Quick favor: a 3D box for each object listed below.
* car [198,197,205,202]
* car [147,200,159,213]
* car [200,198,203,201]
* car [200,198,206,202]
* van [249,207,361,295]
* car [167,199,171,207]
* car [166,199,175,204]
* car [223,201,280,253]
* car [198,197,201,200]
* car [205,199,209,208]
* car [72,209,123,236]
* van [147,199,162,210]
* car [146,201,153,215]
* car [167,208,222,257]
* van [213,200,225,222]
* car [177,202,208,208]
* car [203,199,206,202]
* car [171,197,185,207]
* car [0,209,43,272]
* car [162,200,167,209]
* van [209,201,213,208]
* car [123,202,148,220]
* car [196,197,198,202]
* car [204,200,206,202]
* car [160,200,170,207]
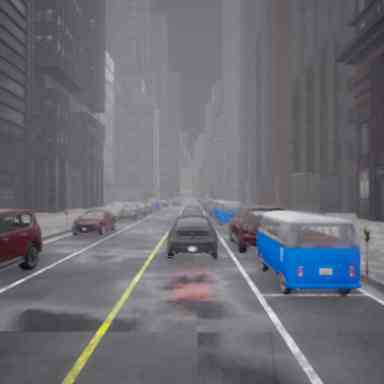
[{"bbox_3d":[2.827,2.334,70.725,1.887,1.381,4.507,0,-1,0],"label":"car"},{"bbox_3d":[-5.723,2.013,42.536,2.008,1.369,4.403,0,-1,0],"label":"car"},{"bbox_3d":[2.817,2.183,59.624,1.752,1.417,4.829,0,-1,0],"label":"car"},{"bbox_3d":[2.812,2.156,53.817,1.947,1.339,4.313,0,-1,0],"label":"car"},{"bbox_3d":[2.773,1.434,8.730,1.690,1.788,3.998,0,-1,0],"label":"van"},{"bbox_3d":[-5.703,2.268,65.079,1.887,1.381,4.507,0,-1,0],"label":"car"},{"bbox_3d":[-5.683,2.545,87.622,2.008,1.369,4.403,0,-1,0],"label":"car"},{"bbox_3d":[2.778,1.468,14.366,2.192,1.841,5.009,0,-1,0],"label":"car"},{"bbox_3d":[2.833,2.385,76.532,1.752,1.417,4.829,0,-1,0],"label":"car"},{"bbox_3d":[2.798,1.839,36.909,1.967,1.590,4.097,0,-1,0],"label":"car"},{"bbox_3d":[-5.743,1.759,19.992,1.887,1.381,4.507,0,-1,0],"label":"car"},{"bbox_3d":[-5.717,1.867,48.174,1.690,1.788,3.998,0,-1,0],"label":"van"},{"bbox_3d":[-5.728,1.981,36.899,1.802,1.307,4.206,0,-1,0],"label":"car"},{"bbox_3d":[0.036,1.651,13.496,1.837,1.490,4.892,0,0,1],"label":"car"},{"bbox_3d":[2.788,1.616,25.638,1.690,1.788,3.998,0,-1,0],"label":"van"},{"bbox_3d":[0.036,1.843,27.509,2.033,1.411,5.357,0,-1,0],"label":"car"},{"bbox_3d":[2.807,2.108,48.180,1.802,1.307,4.206,0,-1,0],"label":"car"},{"bbox_3d":[-2.950,2.273,65.355,2.033,1.411,5.357,0,-1,0],"label":"car"},{"bbox_3d":[-5.752,1.409,8.723,2.192,1.841,5.009,0,-1,0],"label":"car"},{"bbox_3d":[-5.713,2.142,53.808,2.008,1.369,4.403,0,-1,0],"label":"car"},{"bbox_3d":[2.793,1.678,31.274,1.690,1.788,3.998,0,-1,0],"label":"van"},{"bbox_3d":[-5.733,1.888,31.264,2.008,1.369,4.403,0,-1,0],"label":"car"},{"bbox_3d":[2.843,2.308,87.636,2.192,1.841,5.009,0,-1,0],"label":"car"},{"bbox_3d":[2.802,2.028,42.544,1.947,1.339,4.313,0,-1,0],"label":"car"},{"bbox_3d":[-5.698,2.335,70.715,1.887,1.381,4.507,0,-1,0],"label":"car"}]
